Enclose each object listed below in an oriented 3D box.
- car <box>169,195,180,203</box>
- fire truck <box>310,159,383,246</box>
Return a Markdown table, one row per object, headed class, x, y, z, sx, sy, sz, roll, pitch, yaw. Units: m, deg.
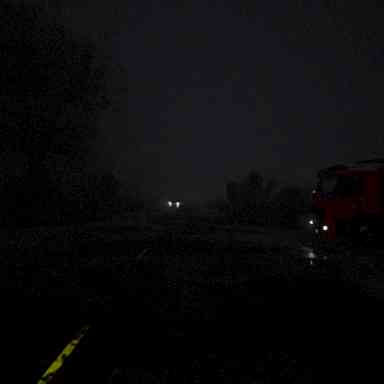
| class | x | y | z | sx | sy | sz | roll | pitch | yaw |
| --- | --- | --- | --- | --- | --- | --- | --- | --- | --- |
| car | -3.515 | 1.349 | 67.135 | 1.812 | 1.442 | 4.674 | 0 | 0 | 0 |
| fire truck | 10.138 | 0.466 | 15.360 | 8.468 | 3.827 | 2.891 | 1 | 1 | 4 |
